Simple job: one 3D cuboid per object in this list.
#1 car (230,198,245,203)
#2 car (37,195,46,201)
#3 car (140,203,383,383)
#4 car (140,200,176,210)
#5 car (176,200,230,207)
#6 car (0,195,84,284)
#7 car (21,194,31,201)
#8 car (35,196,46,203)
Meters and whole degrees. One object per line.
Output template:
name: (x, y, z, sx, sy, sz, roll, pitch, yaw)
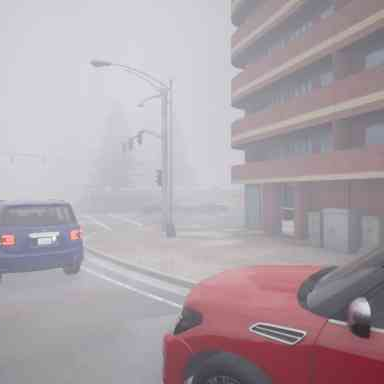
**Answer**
car: (5.187, 1.533, 39.732, 5.008, 1.535, 1.882, 0, 0, -23)
car: (-37.240, 1.478, 82.542, 1.882, 1.535, 5.008, 0, 0, -23)
car: (2.348, 1.221, 2.453, 5.566, 2.045, 2.150, 0, 0, 36)
car: (-3.340, 1.581, 36.167, 4.674, 1.442, 1.812, 0, 0, -22)
car: (1.116, 1.656, 34.250, 4.718, 1.301, 1.895, 0, 0, -23)
car: (-4.951, 1.221, 9.811, 2.150, 2.045, 5.566, 0, 0, -36)
car: (-40.415, 1.355, 81.065, 2.097, 1.767, 4.553, 0, 0, -23)
car: (-33.219, 1.540, 73.066, 2.033, 1.411, 5.357, 0, 0, -23)
